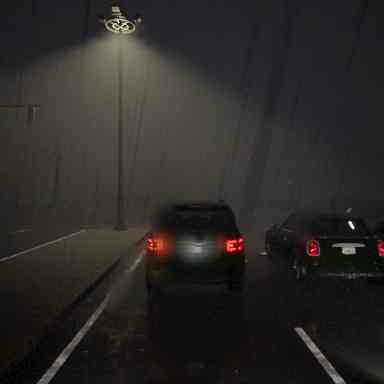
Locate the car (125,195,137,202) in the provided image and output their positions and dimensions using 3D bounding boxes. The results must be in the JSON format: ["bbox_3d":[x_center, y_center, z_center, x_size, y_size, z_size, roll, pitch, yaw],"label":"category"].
[{"bbox_3d":[-15.061,1.525,82.036,2.128,1.511,4.902,0,0,0],"label":"car"}]

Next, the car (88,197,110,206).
[{"bbox_3d":[-15.135,1.564,53.287,1.994,1.385,4.181,0,0,0],"label":"car"}]

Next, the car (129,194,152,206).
[{"bbox_3d":[-8.138,1.491,53.230,2.128,1.511,4.902,0,0,0],"label":"car"}]

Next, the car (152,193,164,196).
[{"bbox_3d":[-8.063,1.225,73.498,2.150,2.045,5.566,0,0,0],"label":"car"}]

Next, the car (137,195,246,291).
[{"bbox_3d":[0.072,1.221,9.116,2.150,2.045,5.566,0,0,0],"label":"car"}]

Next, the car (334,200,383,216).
[{"bbox_3d":[17.026,1.548,32.663,5.357,1.411,2.033,0,0,2],"label":"car"}]

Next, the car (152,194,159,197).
[{"bbox_3d":[-8.108,1.547,62.977,2.033,1.411,5.357,0,0,1],"label":"car"}]

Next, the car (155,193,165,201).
[{"bbox_3d":[-8.042,1.210,84.270,2.150,2.045,5.566,0,0,0],"label":"car"}]

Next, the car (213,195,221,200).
[{"bbox_3d":[7.164,1.552,95.117,1.994,1.385,4.181,0,0,1],"label":"car"}]

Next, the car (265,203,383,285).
[{"bbox_3d":[3.571,1.352,9.684,2.097,1.767,4.553,0,0,0],"label":"car"}]

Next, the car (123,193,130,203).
[{"bbox_3d":[-15.062,1.225,71.936,2.150,2.045,5.566,0,0,0],"label":"car"}]

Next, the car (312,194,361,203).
[{"bbox_3d":[15.819,1.223,36.200,5.566,2.045,2.150,0,0,2],"label":"car"}]

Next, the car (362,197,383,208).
[{"bbox_3d":[7.070,1.221,8.809,2.150,2.045,5.566,0,0,0],"label":"car"}]

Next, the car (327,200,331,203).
[{"bbox_3d":[14.813,1.601,29.165,4.718,1.301,1.895,0,0,1],"label":"car"}]

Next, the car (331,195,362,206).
[{"bbox_3d":[13.610,1.351,25.573,4.553,1.767,2.097,0,0,0],"label":"car"}]

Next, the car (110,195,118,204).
[{"bbox_3d":[-15.108,1.601,62.040,1.895,1.301,4.718,0,0,0],"label":"car"}]
